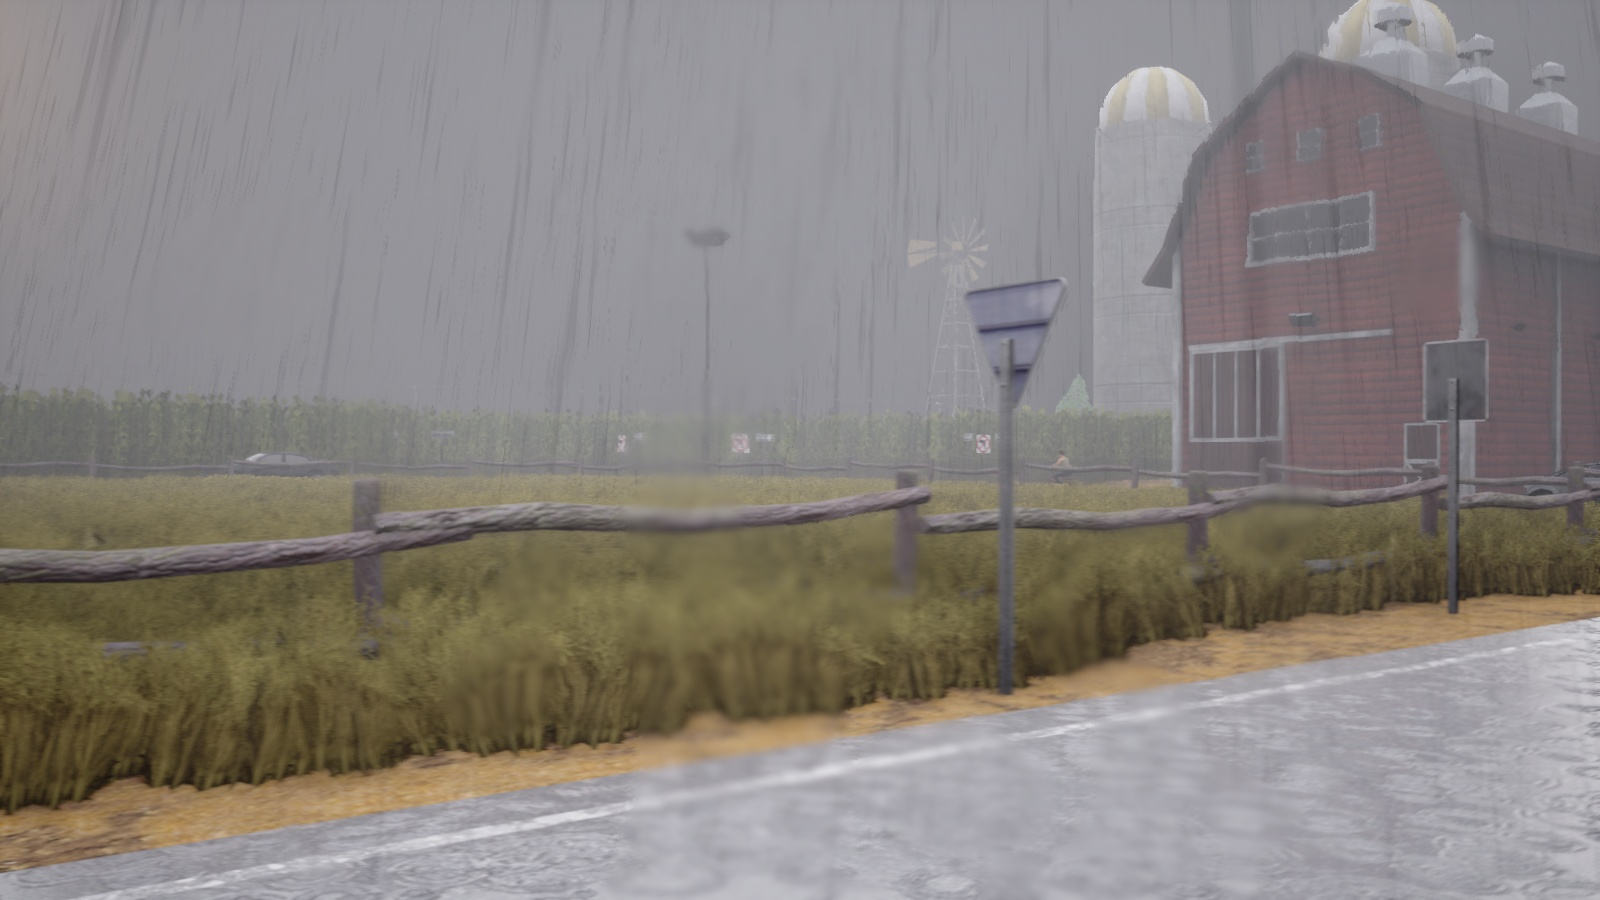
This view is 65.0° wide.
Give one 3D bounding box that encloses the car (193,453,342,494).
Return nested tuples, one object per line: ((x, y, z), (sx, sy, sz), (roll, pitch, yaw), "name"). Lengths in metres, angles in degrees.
((-20.694, 0.881, 48.898), (5.008, 1.535, 1.882), (0, 0, -37), "car")

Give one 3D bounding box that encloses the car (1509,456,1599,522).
((17.976, 0.835, 27.111), (1.994, 1.385, 4.181), (0, 0, -32), "car")
